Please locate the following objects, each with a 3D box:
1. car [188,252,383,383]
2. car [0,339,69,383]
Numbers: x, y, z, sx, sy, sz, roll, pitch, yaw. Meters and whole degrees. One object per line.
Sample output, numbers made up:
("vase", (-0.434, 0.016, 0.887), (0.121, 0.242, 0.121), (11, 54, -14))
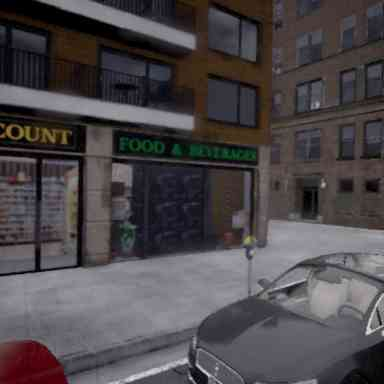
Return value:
("car", (2.010, 1.543, 4.237), (4.403, 1.369, 2.008), (1, 1, -34))
("car", (-2.685, 1.472, 1.038), (4.507, 1.381, 1.887), (1, 1, -34))
